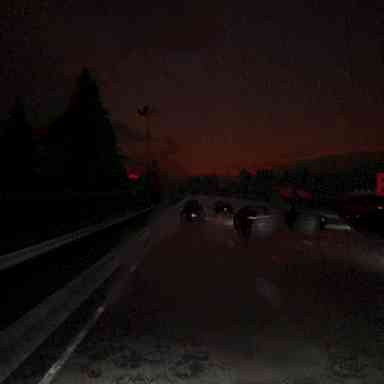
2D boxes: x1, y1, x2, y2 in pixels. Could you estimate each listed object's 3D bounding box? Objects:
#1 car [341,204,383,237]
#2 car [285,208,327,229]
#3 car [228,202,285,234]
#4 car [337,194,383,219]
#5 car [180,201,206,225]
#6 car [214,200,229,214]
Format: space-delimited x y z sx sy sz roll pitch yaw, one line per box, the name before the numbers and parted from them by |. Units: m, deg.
car | 10.594 1.619 18.376 2.033 1.411 5.357 0 0 0
car | 7.095 1.685 21.940 1.895 1.301 4.718 0 0 0
car | 3.594 1.567 19.587 2.128 1.511 4.902 0 0 0
car | 14.092 1.328 27.516 2.150 2.045 5.566 0 0 0
car | 0.092 1.642 24.846 2.033 1.411 5.357 0 0 0
car | 3.589 1.672 38.044 1.812 1.442 4.674 0 0 0
